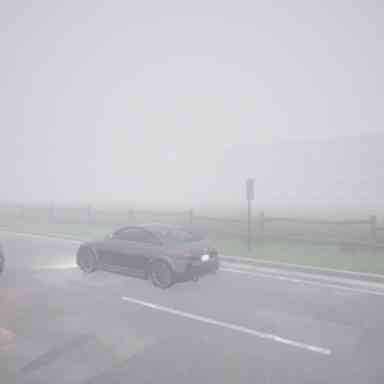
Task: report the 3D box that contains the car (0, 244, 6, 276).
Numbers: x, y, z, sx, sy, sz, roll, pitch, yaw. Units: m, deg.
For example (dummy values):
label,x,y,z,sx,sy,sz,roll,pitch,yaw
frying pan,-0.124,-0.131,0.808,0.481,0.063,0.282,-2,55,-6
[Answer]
label,x,y,z,sx,sy,sz,roll,pitch,yaw
car,-6.678,1.524,8.737,4.674,1.442,1.812,0,0,35

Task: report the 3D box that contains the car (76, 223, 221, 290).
label,x,y,z,sx,sy,sz,roll,pitch,yaw
car,-1.309,1.561,9.204,4.181,1.385,1.994,0,0,36
